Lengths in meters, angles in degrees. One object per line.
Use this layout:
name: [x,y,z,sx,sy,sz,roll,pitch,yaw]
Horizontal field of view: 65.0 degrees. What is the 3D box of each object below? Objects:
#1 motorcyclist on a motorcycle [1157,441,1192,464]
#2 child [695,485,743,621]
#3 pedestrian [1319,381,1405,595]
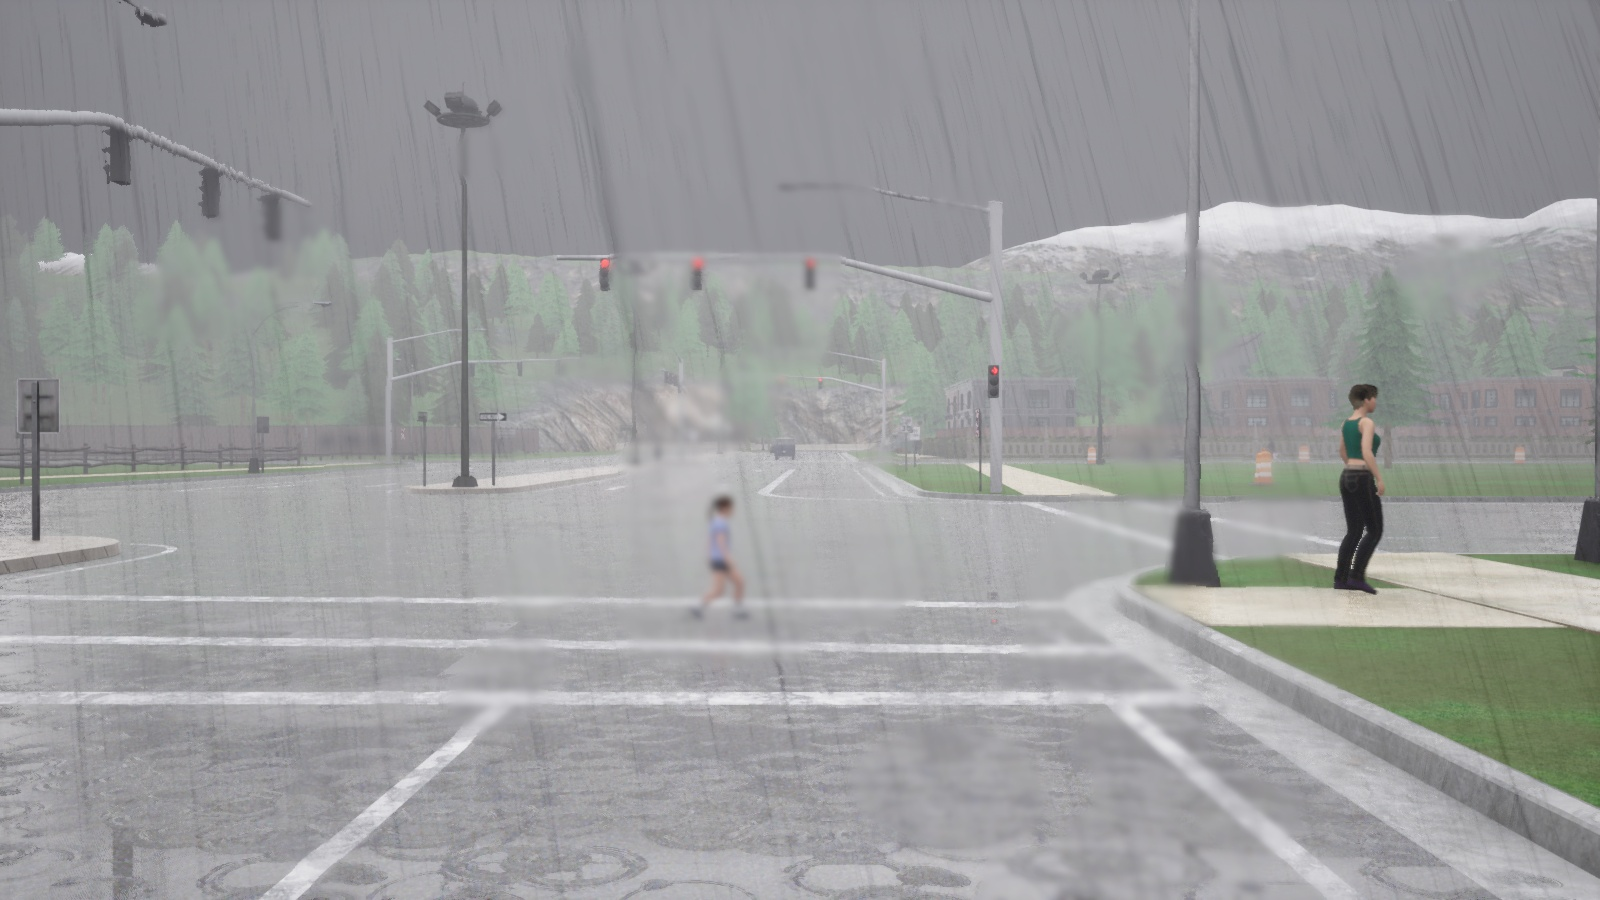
motorcyclist on a motorcycle: [27.744,0.194,93.128,2.350,1.649,0.766,0,0,1]
child: [-0.677,0.856,10.483,0.394,1.110,0.255,0,0,-6]
pedestrian: [4.920,0.327,11.009,0.594,1.836,0.345,0,0,-5]
